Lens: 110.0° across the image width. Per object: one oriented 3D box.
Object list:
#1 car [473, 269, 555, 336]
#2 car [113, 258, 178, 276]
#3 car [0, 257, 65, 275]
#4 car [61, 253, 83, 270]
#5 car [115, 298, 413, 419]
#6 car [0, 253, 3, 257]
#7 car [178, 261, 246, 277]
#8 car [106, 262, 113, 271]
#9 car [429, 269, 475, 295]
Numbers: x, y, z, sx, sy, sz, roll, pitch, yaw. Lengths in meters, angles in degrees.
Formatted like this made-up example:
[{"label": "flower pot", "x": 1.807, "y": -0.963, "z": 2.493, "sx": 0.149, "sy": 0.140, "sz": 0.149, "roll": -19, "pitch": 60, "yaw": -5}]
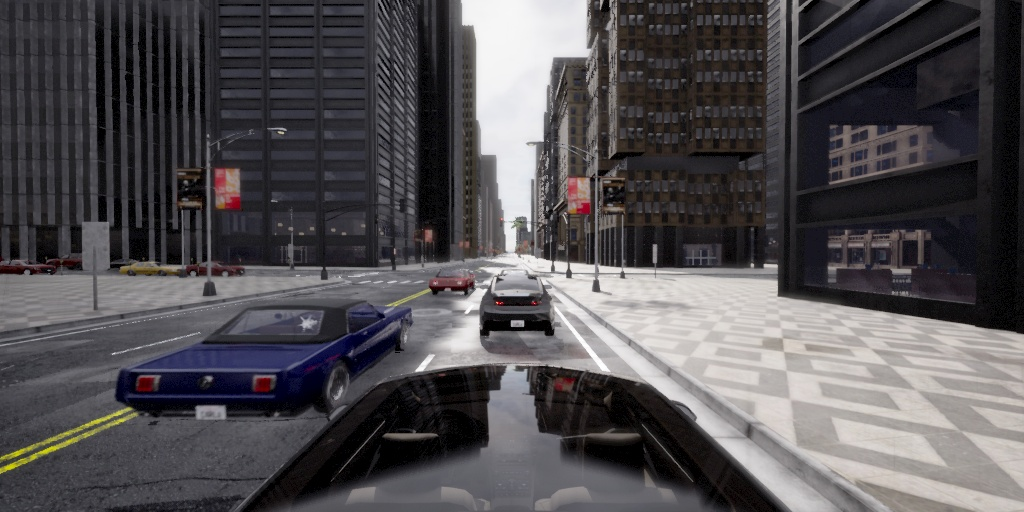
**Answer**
[{"label": "car", "x": 0.123, "y": 1.253, "z": 10.362, "sx": 1.837, "sy": 1.490, "sz": 4.892, "roll": 0, "pitch": 0, "yaw": 0}, {"label": "car", "x": -31.417, "y": 1.084, "z": 31.463, "sx": 4.829, "sy": 1.417, "sz": 1.751, "roll": 0, "pitch": 0, "yaw": 0}, {"label": "car", "x": -42.836, "y": 1.008, "z": 31.425, "sx": 4.507, "sy": 1.381, "sz": 1.888, "roll": 0, "pitch": 0, "yaw": 0}, {"label": "car", "x": -48.488, "y": 0.625, "z": 39.930, "sx": 5.009, "sy": 1.841, "sz": 2.192, "roll": 0, "pitch": 0, "yaw": 0}, {"label": "car", "x": -3.138, "y": 1.350, "z": 5.971, "sx": 1.895, "sy": 1.301, "sz": 4.718, "roll": 0, "pitch": 0, "yaw": 0}, {"label": "car", "x": -48.462, "y": 0.727, "z": 31.405, "sx": 5.009, "sy": 1.841, "sz": 2.192, "roll": 0, "pitch": 0, "yaw": 0}, {"label": "car", "x": -25.962, "y": 1.149, "z": 31.482, "sx": 4.507, "sy": 1.381, "sz": 1.888, "roll": 0, "pitch": 0, "yaw": 0}, {"label": "car", "x": -42.863, "y": 0.926, "z": 39.949, "sx": 4.313, "sy": 1.339, "sz": 1.948, "roll": 0, "pitch": 0, "yaw": 0}, {"label": "car", "x": -3.106, "y": 1.343, "z": 19.652, "sx": 1.895, "sy": 1.301, "sz": 4.718, "roll": 0, "pitch": 0, "yaw": 0}]
